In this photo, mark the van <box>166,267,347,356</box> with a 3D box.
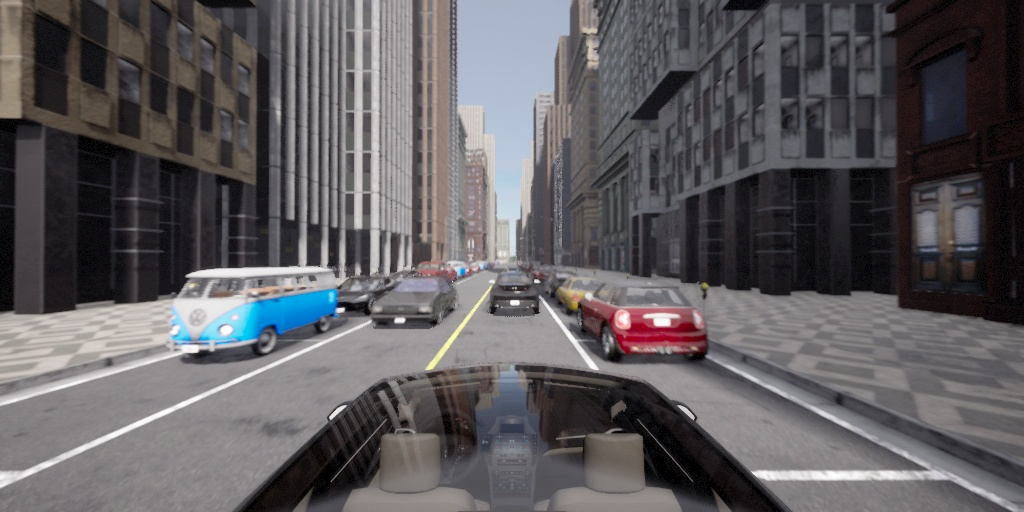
[{"bbox_3d":[-5.762,1.162,8.519,1.690,1.789,3.998,0,0,0],"label":"van"}]

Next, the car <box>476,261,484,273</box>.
[{"bbox_3d":[-5.756,1.733,53.610,1.967,1.591,4.097,0,0,0],"label":"car"}]

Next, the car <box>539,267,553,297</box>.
[{"bbox_3d":[2.765,1.489,19.801,2.007,1.370,4.403,0,0,0],"label":"car"}]

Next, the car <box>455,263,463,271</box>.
[{"bbox_3d":[-5.759,1.602,31.064,1.888,1.381,4.507,0,0,0],"label":"car"}]

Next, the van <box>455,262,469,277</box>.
[{"bbox_3d":[-5.758,1.457,36.701,1.690,1.789,3.998,0,0,0],"label":"van"}]

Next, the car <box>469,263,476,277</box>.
[{"bbox_3d":[-5.757,1.615,42.337,1.967,1.591,4.097,0,0,0],"label":"car"}]

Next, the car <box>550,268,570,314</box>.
[{"bbox_3d":[2.764,1.405,14.335,1.751,1.417,4.829,0,0,0],"label":"car"}]

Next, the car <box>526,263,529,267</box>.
[{"bbox_3d":[2.767,1.681,36.709,1.948,1.339,4.313,0,0,0],"label":"car"}]

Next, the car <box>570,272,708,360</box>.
[{"bbox_3d":[2.763,1.261,8.529,1.967,1.591,4.097,0,0,0],"label":"car"}]

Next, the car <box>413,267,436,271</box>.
[{"bbox_3d":[-5.760,1.505,19.791,1.948,1.339,4.313,0,0,0],"label":"car"}]

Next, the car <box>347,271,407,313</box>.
[{"bbox_3d":[-5.761,1.446,14.155,1.948,1.339,4.313,0,0,0],"label":"car"}]

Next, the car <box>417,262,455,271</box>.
[{"bbox_3d":[-5.760,1.313,25.427,2.192,1.841,5.009,0,0,0],"label":"car"}]

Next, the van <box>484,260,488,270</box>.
[{"bbox_3d":[-5.755,1.752,64.883,1.690,1.789,3.998,0,0,0],"label":"van"}]

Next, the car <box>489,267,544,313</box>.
[{"bbox_3d":[0.102,1.391,14.796,1.837,1.490,4.892,0,-1,0],"label":"car"}]

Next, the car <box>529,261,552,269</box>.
[{"bbox_3d":[2.766,1.496,31.073,1.967,1.591,4.097,0,0,0],"label":"car"}]

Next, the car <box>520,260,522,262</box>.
[{"bbox_3d":[2.771,1.850,64.888,1.967,1.591,4.097,0,0,0],"label":"car"}]

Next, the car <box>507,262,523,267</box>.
[{"bbox_3d":[0.106,1.812,45.819,1.895,1.301,4.718,0,-1,0],"label":"car"}]

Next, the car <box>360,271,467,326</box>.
[{"bbox_3d":[-3.062,1.410,12.487,2.033,1.411,5.357,0,-1,0],"label":"car"}]

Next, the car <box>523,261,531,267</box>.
[{"bbox_3d":[2.768,1.489,42.346,2.192,1.841,5.009,0,0,0],"label":"car"}]
